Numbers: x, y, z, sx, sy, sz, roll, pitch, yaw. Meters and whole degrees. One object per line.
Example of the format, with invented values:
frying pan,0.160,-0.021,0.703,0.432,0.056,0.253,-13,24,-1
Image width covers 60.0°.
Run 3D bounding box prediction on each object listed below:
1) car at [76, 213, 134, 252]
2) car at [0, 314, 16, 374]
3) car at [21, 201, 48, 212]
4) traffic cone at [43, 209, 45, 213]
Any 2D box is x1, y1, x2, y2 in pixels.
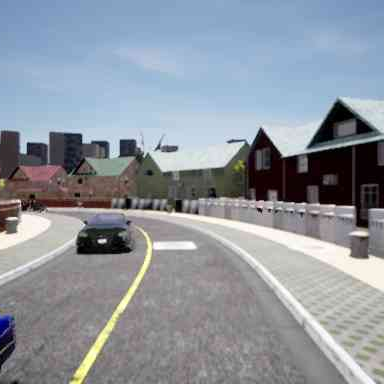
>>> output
car,-3.480,1.585,13.891,1.994,1.385,4.181,0,0,-8
car,-2.885,1.599,1.496,1.895,1.301,4.718,0,0,0
car,-20.294,1.874,42.374,4.892,1.490,1.837,-1,-1,35
traffic cone,-17.228,2.246,38.786,0.340,0.580,0.340,-1,-1,43
